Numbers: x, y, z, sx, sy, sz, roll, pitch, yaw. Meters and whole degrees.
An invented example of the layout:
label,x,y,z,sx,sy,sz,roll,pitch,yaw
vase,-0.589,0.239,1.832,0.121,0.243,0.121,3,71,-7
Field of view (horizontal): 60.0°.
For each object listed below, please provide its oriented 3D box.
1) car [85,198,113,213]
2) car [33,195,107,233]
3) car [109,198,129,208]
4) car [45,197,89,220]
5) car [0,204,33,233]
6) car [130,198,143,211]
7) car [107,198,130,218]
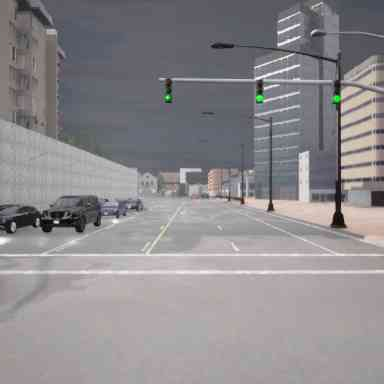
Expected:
label,x,y,z,sx,sy,sz,roll,pitch,yaw
car,-10.614,1.505,38.439,1.837,1.490,4.892,0,0,0
car,-7.107,1.221,20.185,2.150,2.045,5.566,0,0,0
car,-10.582,1.600,48.499,1.895,1.301,4.718,0,0,0
car,-10.615,1.352,28.621,2.097,1.767,4.553,0,0,0
car,-10.611,1.505,19.553,1.837,1.490,4.892,0,0,0
car,-7.112,1.491,40.168,2.128,1.511,4.902,0,0,0
car,-7.114,1.525,29.826,1.812,1.442,4.674,0,0,0
